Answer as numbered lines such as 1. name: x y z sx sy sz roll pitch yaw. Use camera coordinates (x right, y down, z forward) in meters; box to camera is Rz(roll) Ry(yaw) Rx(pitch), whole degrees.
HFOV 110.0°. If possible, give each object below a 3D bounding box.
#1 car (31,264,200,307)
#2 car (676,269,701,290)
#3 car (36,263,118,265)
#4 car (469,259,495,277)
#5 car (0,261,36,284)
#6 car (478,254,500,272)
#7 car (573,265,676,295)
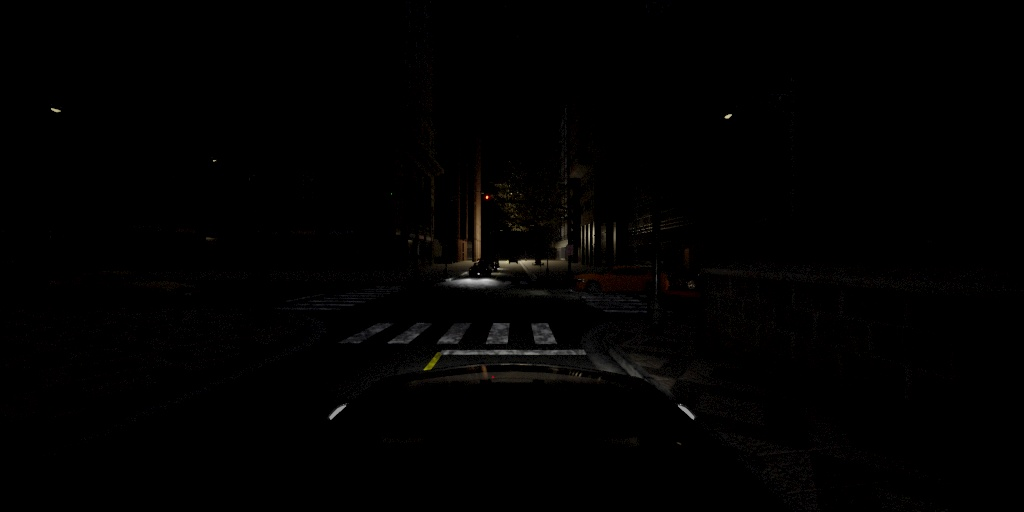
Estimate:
1. car: -14.896 1.146 13.836 4.829 1.417 1.751 0 0 1
2. car: 11.998 1.381 22.105 4.403 1.370 2.007 0 0 1
3. car: -26.235 1.065 22.471 4.313 1.339 1.948 0 0 1
4. car: -2.981 1.274 34.402 1.895 1.301 4.718 0 0 0
5. car: -31.852 0.974 22.524 4.507 1.381 1.888 0 0 1
6. car: -2.946 0.830 44.215 2.150 2.045 5.566 0 0 -1
7. car: 5.845 1.262 19.502 5.008 1.535 1.882 1 0 1
